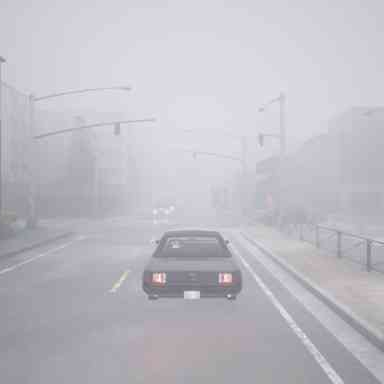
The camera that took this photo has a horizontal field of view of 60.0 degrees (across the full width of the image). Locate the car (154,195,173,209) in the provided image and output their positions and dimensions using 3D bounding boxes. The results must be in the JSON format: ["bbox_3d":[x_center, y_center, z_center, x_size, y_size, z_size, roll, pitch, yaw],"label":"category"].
[{"bbox_3d":[-3.903,1.505,44.338,1.837,1.490,4.892,0,0,0],"label":"car"}]

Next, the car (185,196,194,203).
[{"bbox_3d":[-0.458,1.492,66.611,2.128,1.511,4.902,0,0,0],"label":"car"}]

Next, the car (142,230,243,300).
[{"bbox_3d":[0.009,1.601,8.329,1.895,1.301,4.718,0,0,0],"label":"car"}]

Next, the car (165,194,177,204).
[{"bbox_3d":[-3.989,1.352,63.771,2.097,1.767,4.553,0,0,0],"label":"car"}]

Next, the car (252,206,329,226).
[{"bbox_3d":[7.187,1.728,24.699,5.357,1.411,2.033,0,0,0],"label":"car"}]

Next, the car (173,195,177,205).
[{"bbox_3d":[-3.959,1.601,53.603,1.895,1.301,4.718,0,0,0],"label":"car"}]

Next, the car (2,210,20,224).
[{"bbox_3d":[-15.335,1.654,24.415,5.008,1.535,1.882,0,0,1],"label":"car"}]
